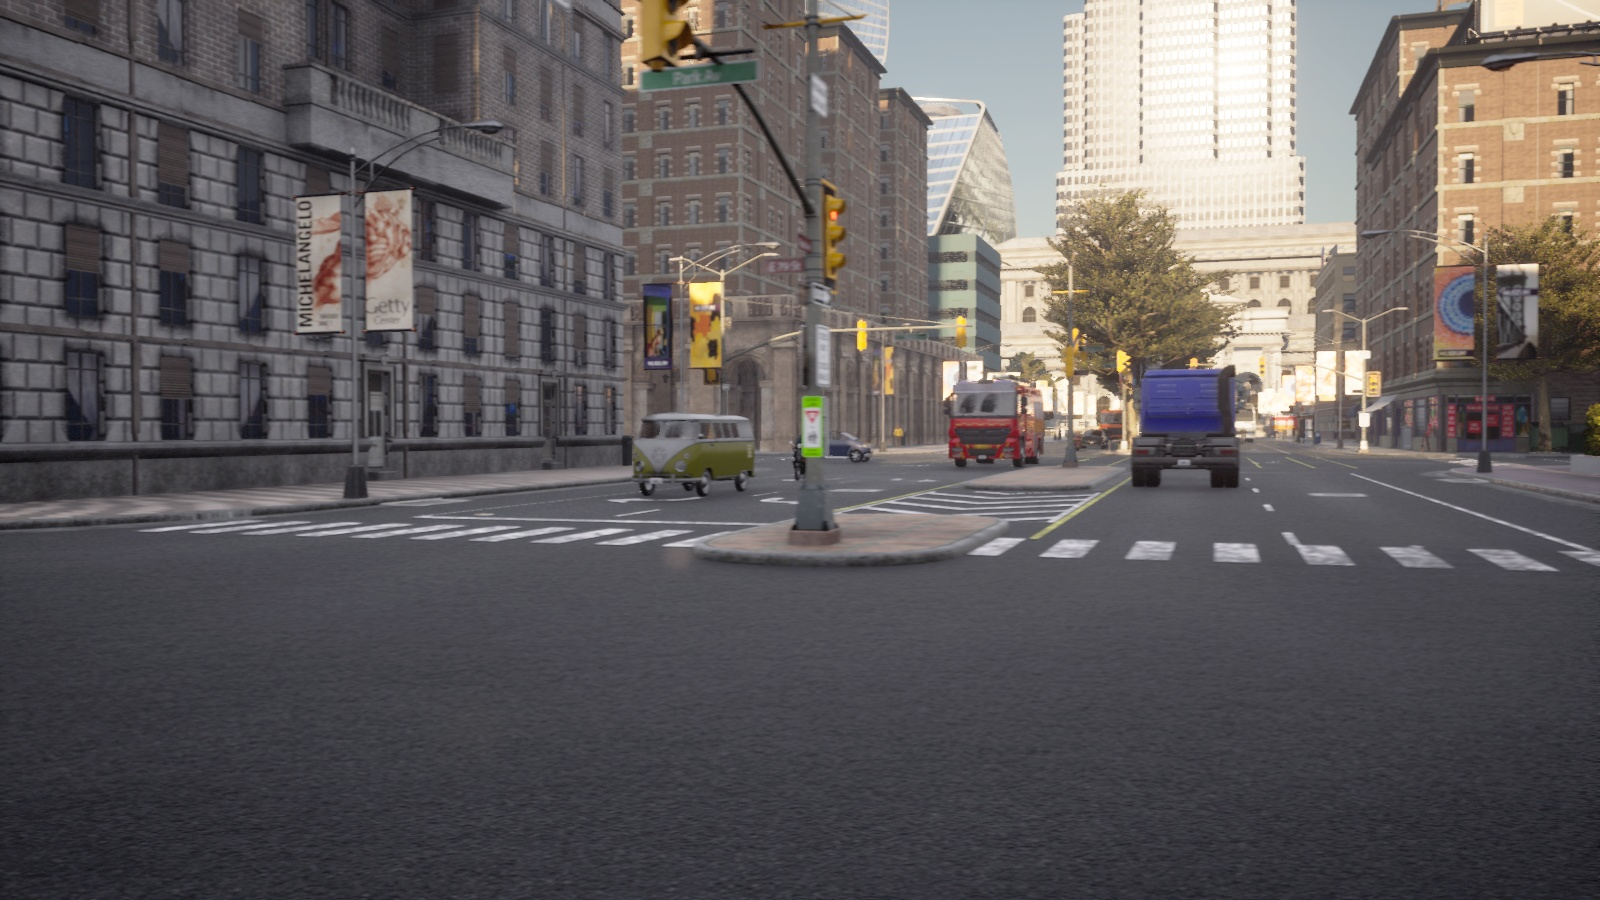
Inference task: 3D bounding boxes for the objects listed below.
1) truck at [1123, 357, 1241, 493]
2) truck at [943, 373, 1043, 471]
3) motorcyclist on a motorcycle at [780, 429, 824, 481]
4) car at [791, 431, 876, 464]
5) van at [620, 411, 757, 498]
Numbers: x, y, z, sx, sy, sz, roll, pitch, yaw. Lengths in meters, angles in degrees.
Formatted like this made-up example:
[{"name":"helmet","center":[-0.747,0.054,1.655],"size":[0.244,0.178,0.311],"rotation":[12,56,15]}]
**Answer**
[{"name":"truck","center":[11.059,-0.693,36.163],"size":[2.891,3.462,7.936],"rotation":[1,1,18]},{"name":"truck","center":[8.414,-1.168,53.798],"size":[2.891,3.827,8.468],"rotation":[1,1,18]},{"name":"motorcyclist on a motorcycle","center":[0.067,0.147,39.573],"size":[0.866,1.590,1.817],"rotation":[1,1,18]},{"name":"car","center":[1.604,-0.152,60.195],"size":[3.705,1.549,1.789],"rotation":[0,1,18]},{"name":"van","center":[-2.672,0.070,31.199],"size":[1.775,1.987,4.442],"rotation":[1,1,18]}]
